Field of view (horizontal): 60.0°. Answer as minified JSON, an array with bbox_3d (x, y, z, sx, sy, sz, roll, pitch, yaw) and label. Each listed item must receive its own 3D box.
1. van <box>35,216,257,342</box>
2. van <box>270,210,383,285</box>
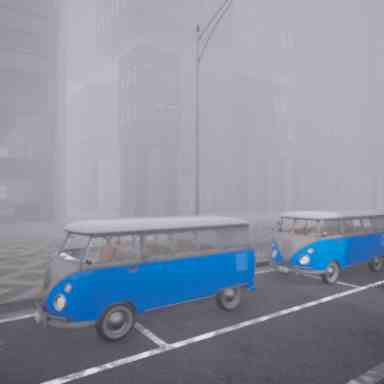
[{"bbox_3d":[-0.607,1.369,6.218,3.998,1.788,1.690,1,-1,-35],"label":"van"},{"bbox_3d":[3.988,1.421,9.490,3.998,1.788,1.690,1,-1,-35],"label":"van"}]
